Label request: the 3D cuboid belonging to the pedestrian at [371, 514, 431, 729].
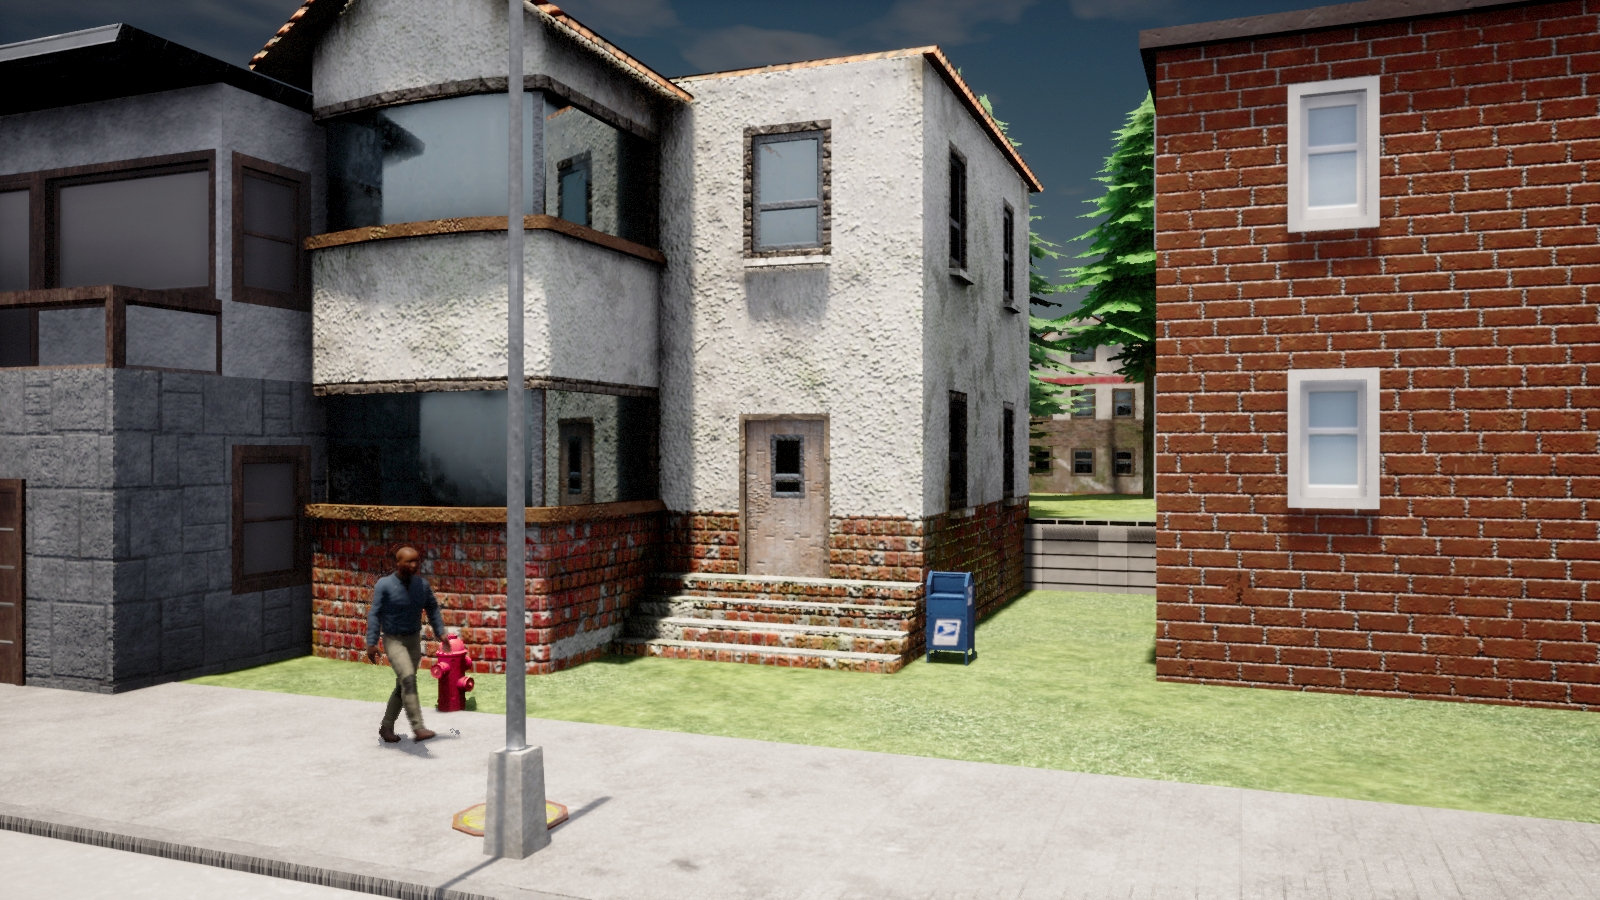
[{"bbox_3d":[-3.602,1.524,10.322,0.375,1.860,0.375,0,0,42],"label":"pedestrian"}]
